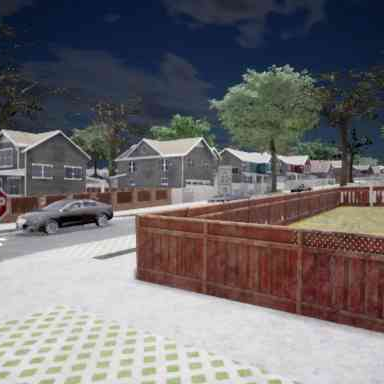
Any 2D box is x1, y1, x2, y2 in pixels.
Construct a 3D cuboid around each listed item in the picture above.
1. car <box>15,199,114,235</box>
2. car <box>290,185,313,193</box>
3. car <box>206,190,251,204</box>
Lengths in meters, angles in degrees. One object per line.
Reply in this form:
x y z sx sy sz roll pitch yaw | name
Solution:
-6.191 1.139 16.710 2.128 1.511 4.902 0 2 36 | car
15.187 -0.306 45.990 1.895 1.301 4.718 0 3 36 | car
3.437 0.519 29.972 2.033 1.411 5.357 0 3 36 | car
